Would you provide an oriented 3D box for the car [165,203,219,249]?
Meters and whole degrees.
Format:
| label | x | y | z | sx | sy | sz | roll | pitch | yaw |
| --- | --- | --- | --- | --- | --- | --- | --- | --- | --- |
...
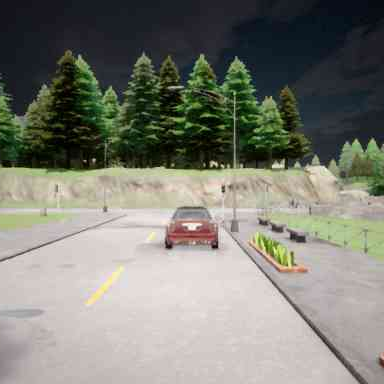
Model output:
| label | x | y | z | sx | sy | sz | roll | pitch | yaw |
| --- | --- | --- | --- | --- | --- | --- | --- | --- | --- |
| car | 0.000 | 1.365 | 14.620 | 2.097 | 1.767 | 4.553 | 0 | 0 | 0 |

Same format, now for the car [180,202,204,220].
| label | x | y | z | sx | sy | sz | roll | pitch | yaw |
| --- | --- | --- | --- | --- | --- | --- | --- | --- | --- |
| car | 0.000 | 1.615 | 29.680 | 1.895 | 1.301 | 4.718 | 0 | 0 | 0 |
